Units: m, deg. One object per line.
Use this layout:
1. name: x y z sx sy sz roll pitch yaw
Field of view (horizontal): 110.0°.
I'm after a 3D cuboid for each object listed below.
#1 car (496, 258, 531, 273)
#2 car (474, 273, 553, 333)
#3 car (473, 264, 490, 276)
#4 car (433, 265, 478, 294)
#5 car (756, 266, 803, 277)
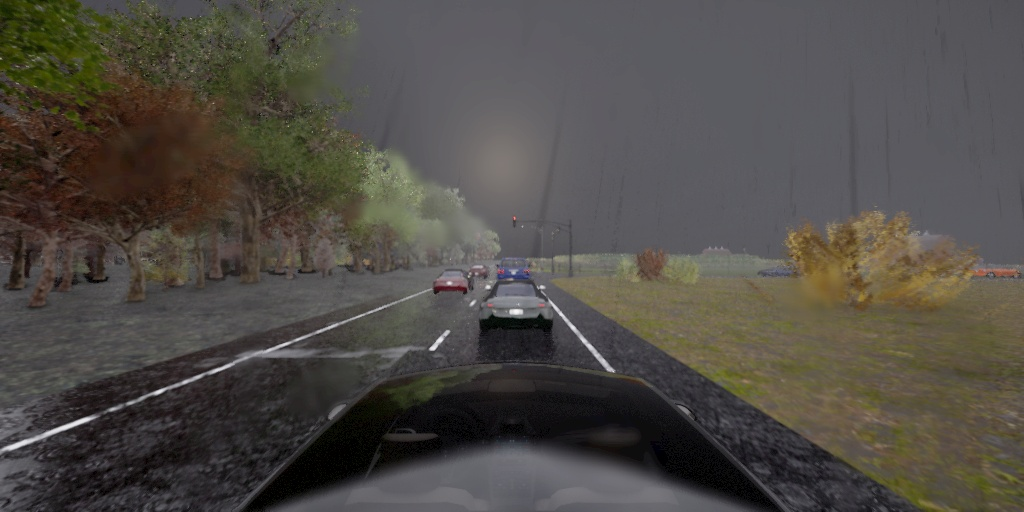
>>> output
1. car: 0.103 1.139 24.527 2.150 2.045 5.566 0 0 0
2. car: 0.102 1.383 10.989 1.994 1.385 4.181 0 0 0
3. car: -3.397 1.532 36.791 1.812 1.442 4.674 0 0 0
4. car: -3.400 1.460 21.532 1.994 1.385 4.181 0 0 0
5. car: 35.629 2.068 47.558 5.357 1.411 2.033 1 -1 0
